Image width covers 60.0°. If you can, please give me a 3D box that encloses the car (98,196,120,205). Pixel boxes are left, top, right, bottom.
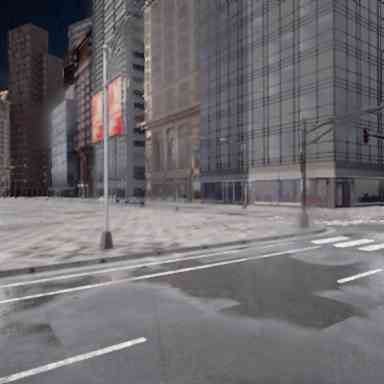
[{"bbox_3d":[-14.520,1.463,56.766,1.812,1.442,4.674,-1,0,-35],"label":"car"}]

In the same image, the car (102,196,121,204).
[{"bbox_3d":[-15.422,1.530,63.289,1.895,1.301,4.718,-1,0,-35],"label":"car"}]

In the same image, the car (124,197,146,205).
[{"bbox_3d":[-9.409,1.446,54.740,2.033,1.411,5.357,-1,0,-35],"label":"car"}]
